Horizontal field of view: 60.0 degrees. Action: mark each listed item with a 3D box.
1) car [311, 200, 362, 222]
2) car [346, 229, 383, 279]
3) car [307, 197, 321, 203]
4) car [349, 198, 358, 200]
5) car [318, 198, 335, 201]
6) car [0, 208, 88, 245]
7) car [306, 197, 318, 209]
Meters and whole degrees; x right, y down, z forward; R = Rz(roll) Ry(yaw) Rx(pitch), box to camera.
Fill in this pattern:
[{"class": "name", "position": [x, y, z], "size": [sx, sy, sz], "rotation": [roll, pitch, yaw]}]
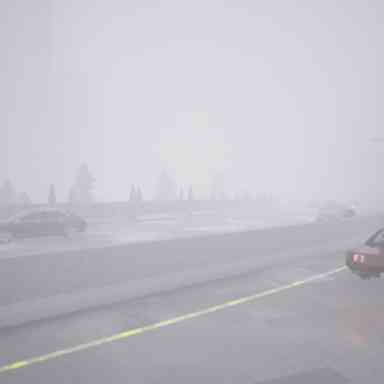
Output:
[{"class": "car", "position": [10.400, 1.567, 23.793], "size": [1.812, 1.442, 4.674], "rotation": [0, 0, 40]}, {"class": "car", "position": [6.043, 1.600, 8.923], "size": [4.718, 1.301, 1.895], "rotation": [0, 0, -42]}, {"class": "car", "position": [28.327, 1.818, 77.174], "size": [1.994, 1.385, 4.181], "rotation": [0, -1, 5]}, {"class": "car", "position": [29.127, 1.792, 59.917], "size": [1.994, 1.385, 4.181], "rotation": [0, 0, 15]}, {"class": "car", "position": [15.836, 1.610, 37.487], "size": [1.837, 1.490, 4.892], "rotation": [0, -1, 31]}, {"class": "car", "position": [-7.555, 1.571, 16.034], "size": [4.892, 1.490, 1.837], "rotation": [0, 0, -39]}, {"class": "car", "position": [17.817, 1.734, 48.768], "size": [2.033, 1.411, 5.357], "rotation": [0, -1, 24]}]
